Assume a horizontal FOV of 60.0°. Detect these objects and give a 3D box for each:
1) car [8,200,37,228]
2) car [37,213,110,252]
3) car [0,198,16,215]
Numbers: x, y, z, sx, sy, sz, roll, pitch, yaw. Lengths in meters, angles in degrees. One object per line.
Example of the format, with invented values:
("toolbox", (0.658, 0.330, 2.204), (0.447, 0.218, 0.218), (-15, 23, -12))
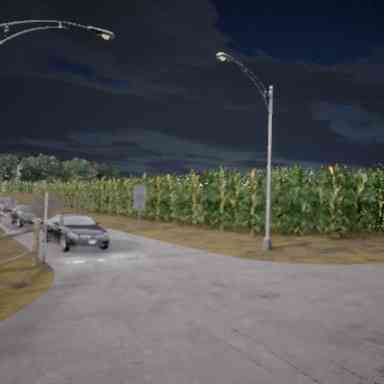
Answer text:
("car", (-11.287, 1.600, 23.145), (1.837, 1.490, 4.892), (3, -1, -35))
("car", (-5.254, 1.669, 14.776), (1.812, 1.442, 4.674), (3, -2, -37))
("car", (-17.937, 1.365, 32.485), (2.097, 1.767, 4.553), (3, -1, -35))
